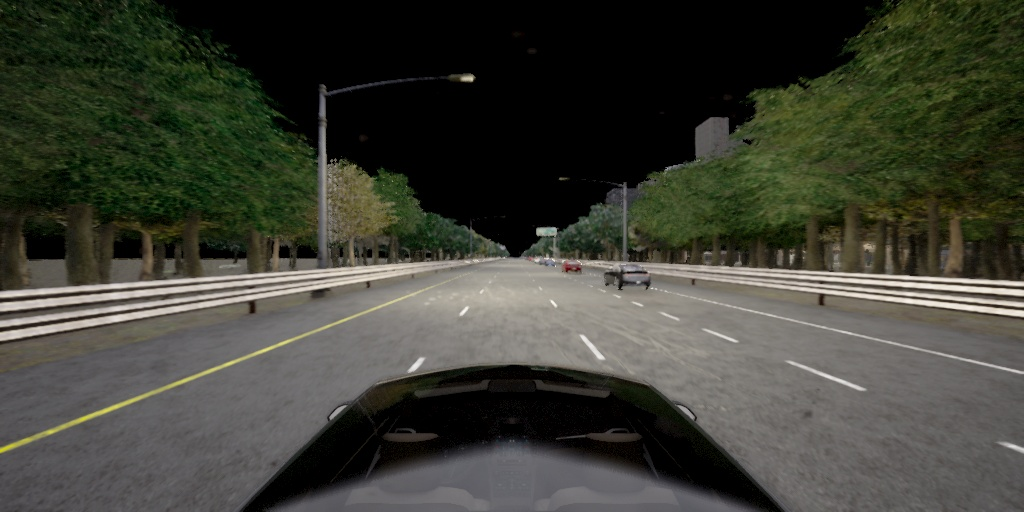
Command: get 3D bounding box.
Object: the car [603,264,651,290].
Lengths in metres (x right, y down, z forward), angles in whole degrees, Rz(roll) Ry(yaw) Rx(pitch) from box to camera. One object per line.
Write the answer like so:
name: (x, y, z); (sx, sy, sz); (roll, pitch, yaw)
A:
car: (7.030, 1.266, 22.350); (2.128, 1.511, 4.902); (0, 0, 0)

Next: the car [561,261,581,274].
car: (7.107, 1.287, 43.358); (1.882, 1.535, 5.008); (0, 0, 0)
